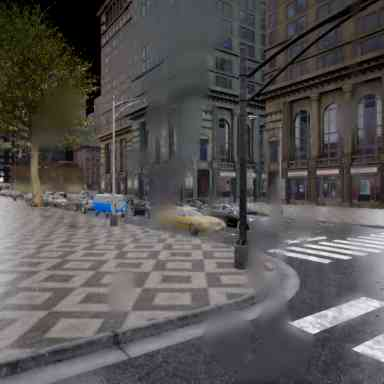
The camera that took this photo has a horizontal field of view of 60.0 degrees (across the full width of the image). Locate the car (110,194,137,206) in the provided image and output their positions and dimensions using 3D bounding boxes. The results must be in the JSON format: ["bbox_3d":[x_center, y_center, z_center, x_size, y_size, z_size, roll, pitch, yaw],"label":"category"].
[{"bbox_3d":[-9.502,1.074,45.826,2.008,1.369,4.403,1,0,-35],"label":"car"}]

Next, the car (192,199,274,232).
[{"bbox_3d":[2.387,1.370,18.808,2.128,1.511,4.902,0,1,-35],"label":"car"}]

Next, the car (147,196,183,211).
[{"bbox_3d":[-3.018,1.224,36.647,1.887,1.381,4.507,1,0,-35],"label":"car"}]

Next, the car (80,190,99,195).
[{"bbox_3d":[-11.385,0.818,38.344,2.150,2.045,5.566,0,1,-35],"label":"car"}]

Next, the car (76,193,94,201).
[{"bbox_3d":[-19.225,0.861,59.589,1.802,1.307,4.206,1,0,-35],"label":"car"}]

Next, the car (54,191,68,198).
[{"bbox_3d":[-28.947,0.587,73.351,1.887,1.381,4.507,1,0,-35],"label":"car"}]

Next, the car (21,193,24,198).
[{"bbox_3d":[-26.184,0.830,54.665,2.008,1.369,4.403,1,0,-35],"label":"car"}]

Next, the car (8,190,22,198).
[{"bbox_3d":[-35.905,0.483,68.429,1.967,1.590,4.097,1,0,-35],"label":"car"}]

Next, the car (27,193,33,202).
[{"bbox_3d":[-22.943,0.911,50.078,2.008,1.369,4.403,1,0,-35],"label":"car"}]

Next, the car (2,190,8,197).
[{"bbox_3d":[-42.388,0.330,77.605,1.967,1.590,4.097,1,0,-35],"label":"car"}]

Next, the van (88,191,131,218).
[{"bbox_3d":[-6.735,1.091,27.133,1.690,1.788,3.998,1,0,-35],"label":"van"}]

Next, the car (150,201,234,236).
[{"bbox_3d":[-0.155,1.398,17.813,1.752,1.417,4.829,1,0,-35],"label":"car"}]

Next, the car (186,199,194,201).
[{"bbox_3d":[0.221,1.315,32.060,1.947,1.339,4.313,1,0,-35],"label":"car"}]

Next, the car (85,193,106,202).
[{"bbox_3d":[-15.984,0.910,55.001,2.008,1.369,4.403,1,0,-35],"label":"car"}]

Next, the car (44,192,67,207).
[{"bbox_3d":[-16.363,1.051,40.763,1.752,1.417,4.829,1,0,-35],"label":"car"}]

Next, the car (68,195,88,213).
[{"bbox_3d":[-9.978,1.230,31.722,2.008,1.369,4.403,1,0,-35],"label":"car"}]

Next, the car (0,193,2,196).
[{"bbox_3d":[-45.630,0.254,82.194,1.967,1.590,4.097,1,0,-35],"label":"car"}]

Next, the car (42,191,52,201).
[{"bbox_3d":[-19.702,0.992,45.490,2.008,1.369,4.403,1,0,-35],"label":"car"}]

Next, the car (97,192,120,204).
[{"bbox_3d":[-12.741,0.881,50.414,1.967,1.590,4.097,1,0,-35],"label":"car"}]

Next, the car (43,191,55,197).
[{"bbox_3d":[-35.429,0.471,82.526,1.802,1.307,4.206,1,0,-35],"label":"car"}]

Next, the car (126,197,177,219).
[{"bbox_3d":[-3.333,1.338,26.917,1.994,1.385,4.181,0,1,-35],"label":"car"}]
